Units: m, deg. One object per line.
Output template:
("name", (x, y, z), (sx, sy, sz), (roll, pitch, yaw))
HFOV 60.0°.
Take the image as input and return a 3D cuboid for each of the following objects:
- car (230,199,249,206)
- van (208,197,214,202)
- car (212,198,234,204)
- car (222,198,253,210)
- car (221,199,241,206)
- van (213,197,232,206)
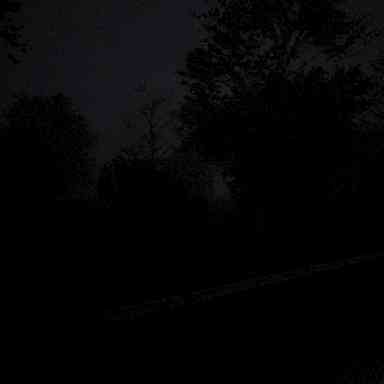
("car", (11.323, 2.418, 79.537), (2.002, 1.452, 4.674), (0, 0, -36))
("van", (4.452, 2.168, 74.681), (1.878, 1.987, 4.442), (0, 0, -36))
("car", (6.072, 2.381, 59.534), (2.097, 1.535, 5.008), (0, 0, -36))
("car", (8.297, 2.132, 61.195), (2.435, 2.045, 5.566), (0, 0, -36))
("car", (9.071, 2.417, 77.859), (2.163, 1.488, 4.792), (0, 0, -36))
("van", (6.855, 2.165, 76.140), (1.878, 1.987, 4.442), (0, 0, -36))
